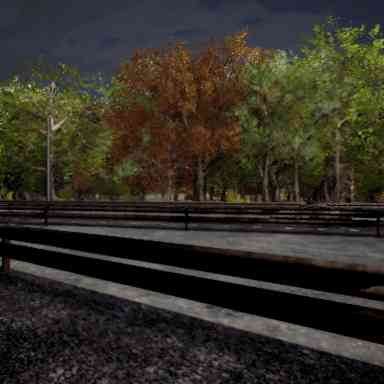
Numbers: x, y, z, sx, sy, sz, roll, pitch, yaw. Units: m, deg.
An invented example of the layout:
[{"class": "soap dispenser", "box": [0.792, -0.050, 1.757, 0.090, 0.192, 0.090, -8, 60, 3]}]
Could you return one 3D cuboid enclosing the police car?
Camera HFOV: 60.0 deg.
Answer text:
[{"class": "police car", "box": [7.884, 1.490, 22.508, 5.238, 1.638, 1.930, 0, 0, 17]}]
